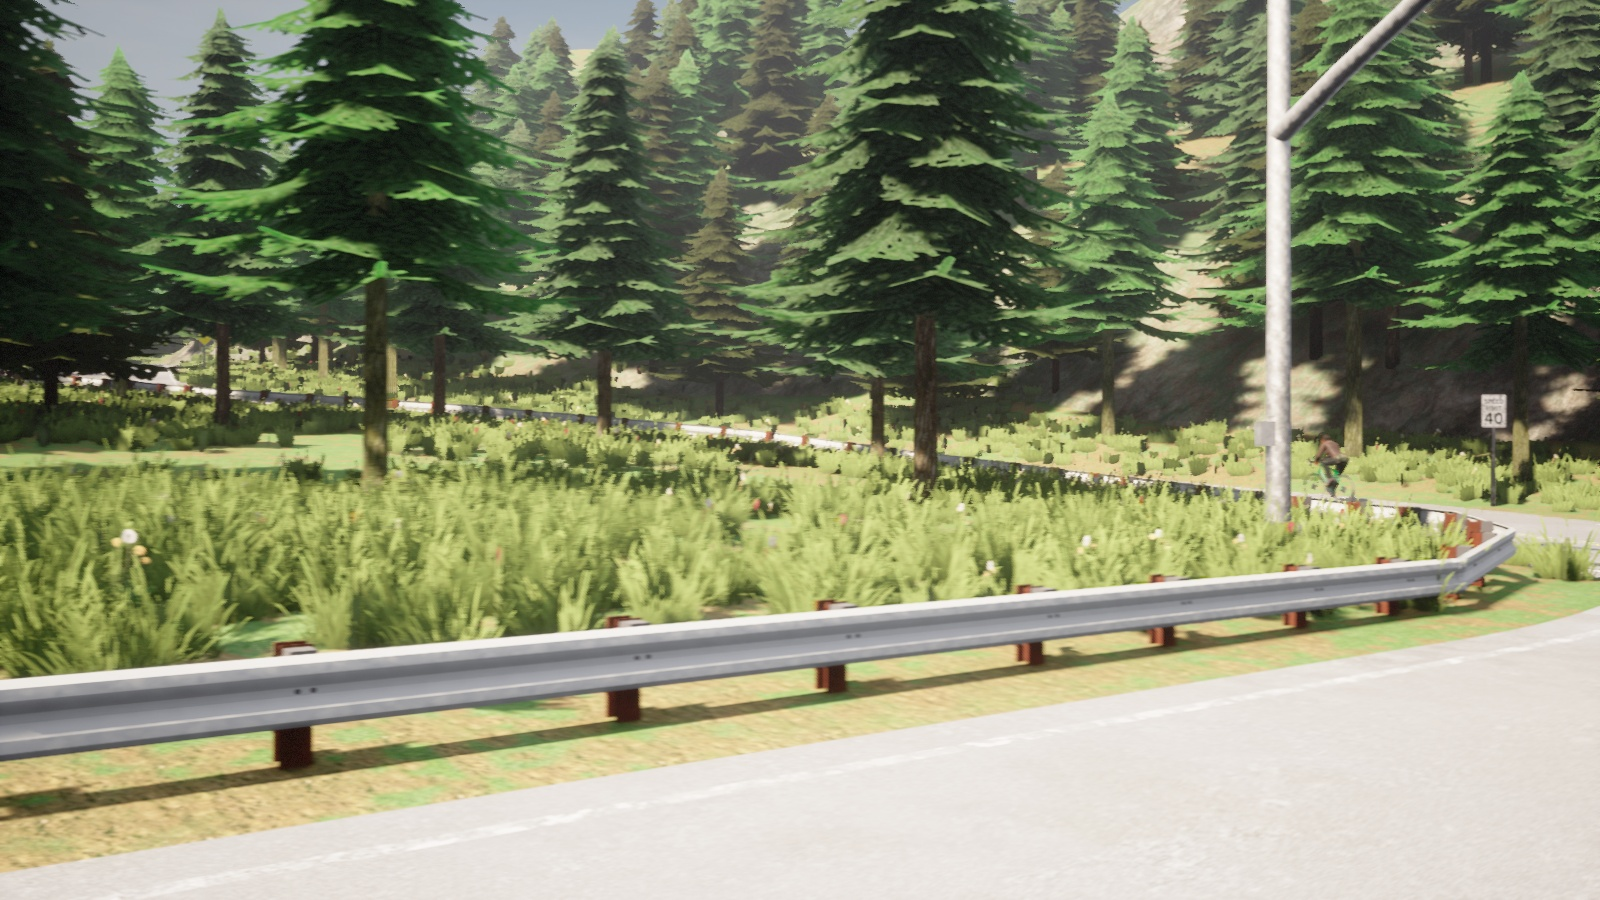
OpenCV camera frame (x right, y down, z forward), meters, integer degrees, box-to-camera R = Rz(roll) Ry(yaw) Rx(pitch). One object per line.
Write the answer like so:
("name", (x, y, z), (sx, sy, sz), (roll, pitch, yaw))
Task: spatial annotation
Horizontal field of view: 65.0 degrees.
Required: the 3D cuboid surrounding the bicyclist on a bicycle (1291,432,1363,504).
("bicyclist on a bicycle", (12.439, 0.394, 29.686), (0.582, 1.620, 1.656), (-1, 2, -19))
